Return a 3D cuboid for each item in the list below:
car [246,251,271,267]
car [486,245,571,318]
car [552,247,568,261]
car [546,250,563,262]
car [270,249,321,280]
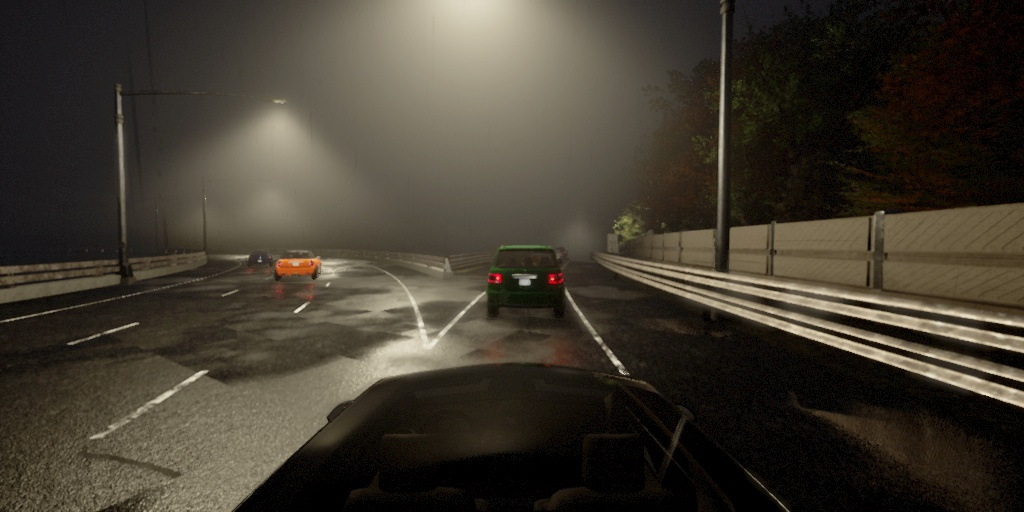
[{"bbox_3d":[-23.911,0.217,34.137,1.812,1.442,4.674,-1,2,-33],"label":"car"},{"bbox_3d":[0.497,0.653,11.656,2.150,2.045,5.566,0,2,4],"label":"car"},{"bbox_3d":[7.889,-0.312,58.254,2.150,2.045,5.566,0,-2,12],"label":"car"},{"bbox_3d":[5.363,-0.003,44.691,1.812,1.442,4.674,0,1,11],"label":"car"},{"bbox_3d":[-13.152,0.432,22.254,2.097,1.767,4.553,-1,2,-25],"label":"car"}]
